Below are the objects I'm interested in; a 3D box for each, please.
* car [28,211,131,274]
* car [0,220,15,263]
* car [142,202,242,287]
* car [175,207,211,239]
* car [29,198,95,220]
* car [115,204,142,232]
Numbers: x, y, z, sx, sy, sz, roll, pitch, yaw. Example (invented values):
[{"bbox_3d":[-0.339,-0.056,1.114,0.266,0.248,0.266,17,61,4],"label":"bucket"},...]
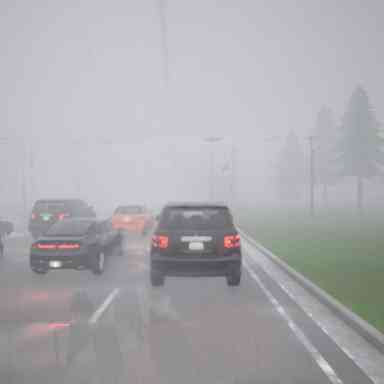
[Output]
[{"bbox_3d":[-3.443,1.589,10.805,1.837,1.490,4.892,0,0,0],"label":"car"},{"bbox_3d":[-6.940,1.546,8.651,1.882,1.535,5.008,0,0,0],"label":"car"},{"bbox_3d":[0.077,1.291,9.723,2.150,2.045,5.566,0,-1,0],"label":"car"},{"bbox_3d":[0.042,1.674,19.282,1.812,1.442,4.674,0,0,0],"label":"car"},{"bbox_3d":[-6.955,1.366,18.524,2.150,2.045,5.566,0,0,0],"label":"car"},{"bbox_3d":[-3.459,1.504,19.624,2.097,1.767,4.553,0,0,0],"label":"car"}]
